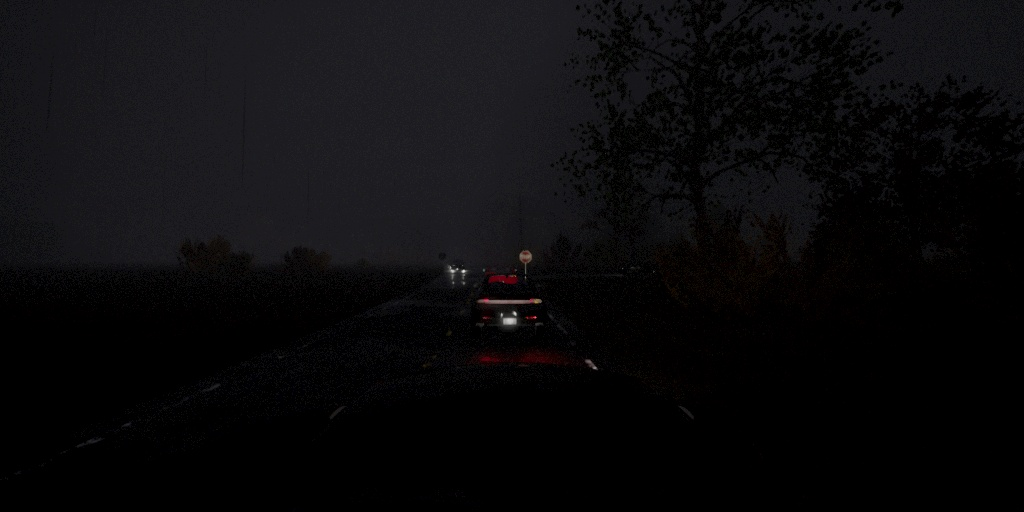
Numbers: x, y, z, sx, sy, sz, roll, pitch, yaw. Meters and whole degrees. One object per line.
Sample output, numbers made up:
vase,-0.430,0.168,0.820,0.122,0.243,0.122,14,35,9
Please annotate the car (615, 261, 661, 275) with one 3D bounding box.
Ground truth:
car,13.569,1.245,38.747,4.892,1.490,1.837,0,0,-11

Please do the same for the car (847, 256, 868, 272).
car,39.965,1.003,40.630,5.566,2.045,2.150,0,0,-10

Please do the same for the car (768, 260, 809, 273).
car,32.490,1.265,42.374,4.902,1.511,2.128,0,0,-11

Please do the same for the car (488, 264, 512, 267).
car,-0.707,1.203,21.212,1.882,1.535,5.008,0,0,-4

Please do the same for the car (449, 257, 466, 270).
car,-7.583,1.185,50.405,1.837,1.490,4.892,0,0,-10

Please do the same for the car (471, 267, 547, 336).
car,-0.133,1.231,10.378,2.128,1.511,4.902,0,0,-2
